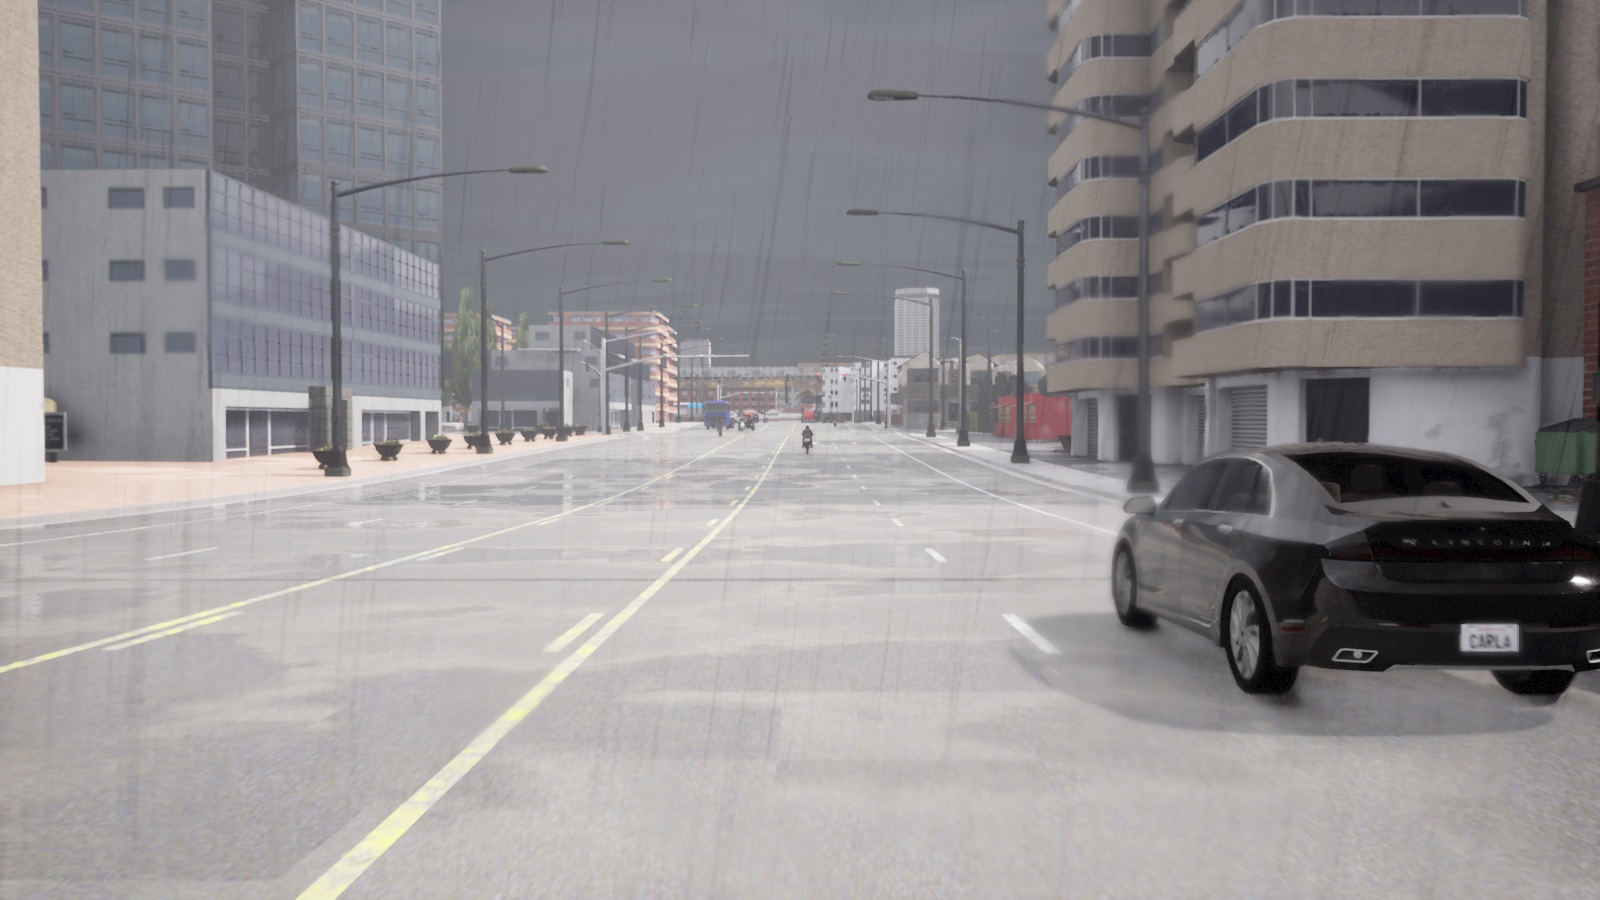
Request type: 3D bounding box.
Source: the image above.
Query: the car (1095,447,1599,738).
[{"bbox_3d":[3.566,0.727,8.871,1.837,1.490,4.892,0,0,0],"label":"car"}]
